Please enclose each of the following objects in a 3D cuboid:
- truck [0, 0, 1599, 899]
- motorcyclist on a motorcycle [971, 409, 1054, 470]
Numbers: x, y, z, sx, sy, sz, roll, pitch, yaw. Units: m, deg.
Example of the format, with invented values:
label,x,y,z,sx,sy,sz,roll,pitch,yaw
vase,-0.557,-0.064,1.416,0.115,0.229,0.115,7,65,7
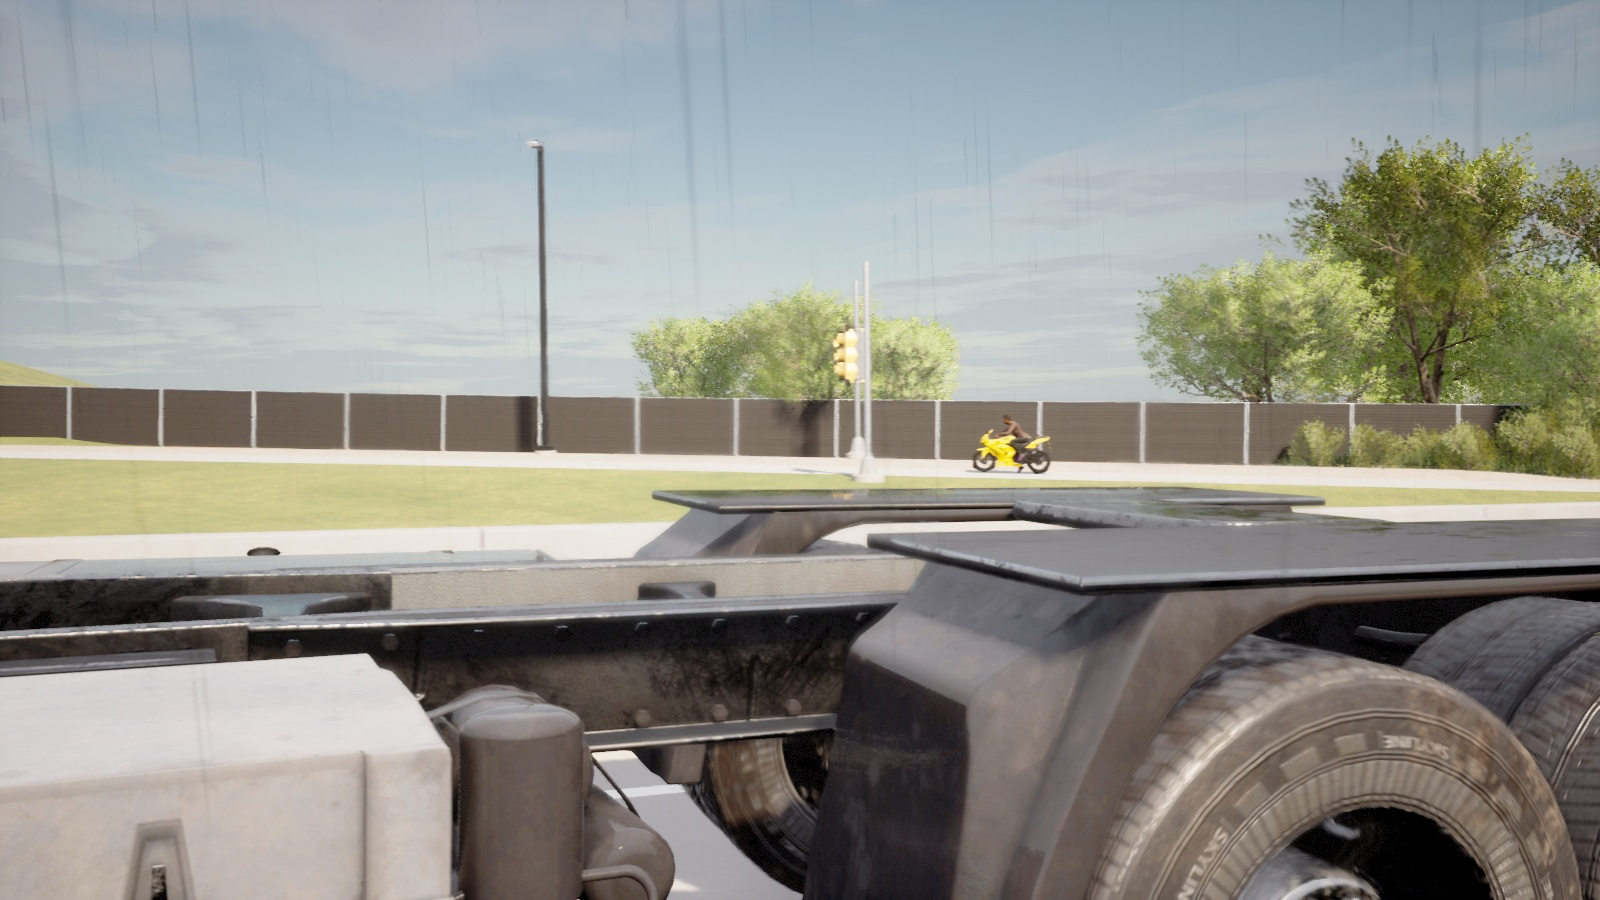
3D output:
label,x,y,z,sx,sy,sz,roll,pitch,yaw
truck,-0.952,-0.220,2.866,7.936,3.462,2.891,-1,1,-21
motorcyclist on a motorcycle,5.432,-0.273,32.175,2.044,1.523,0.797,0,2,6
